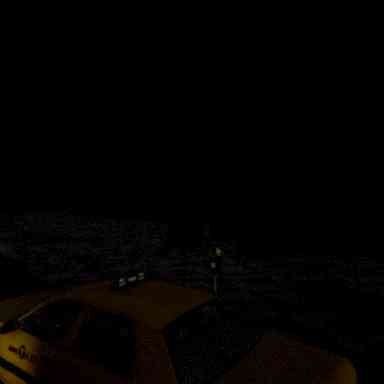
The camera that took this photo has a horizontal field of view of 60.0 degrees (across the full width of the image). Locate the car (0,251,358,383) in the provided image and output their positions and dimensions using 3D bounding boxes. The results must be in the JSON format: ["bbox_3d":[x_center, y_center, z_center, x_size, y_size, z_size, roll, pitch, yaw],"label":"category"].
[{"bbox_3d":[-0.854,1.523,3.577,4.829,1.417,1.752,0,0,36],"label":"car"}]
